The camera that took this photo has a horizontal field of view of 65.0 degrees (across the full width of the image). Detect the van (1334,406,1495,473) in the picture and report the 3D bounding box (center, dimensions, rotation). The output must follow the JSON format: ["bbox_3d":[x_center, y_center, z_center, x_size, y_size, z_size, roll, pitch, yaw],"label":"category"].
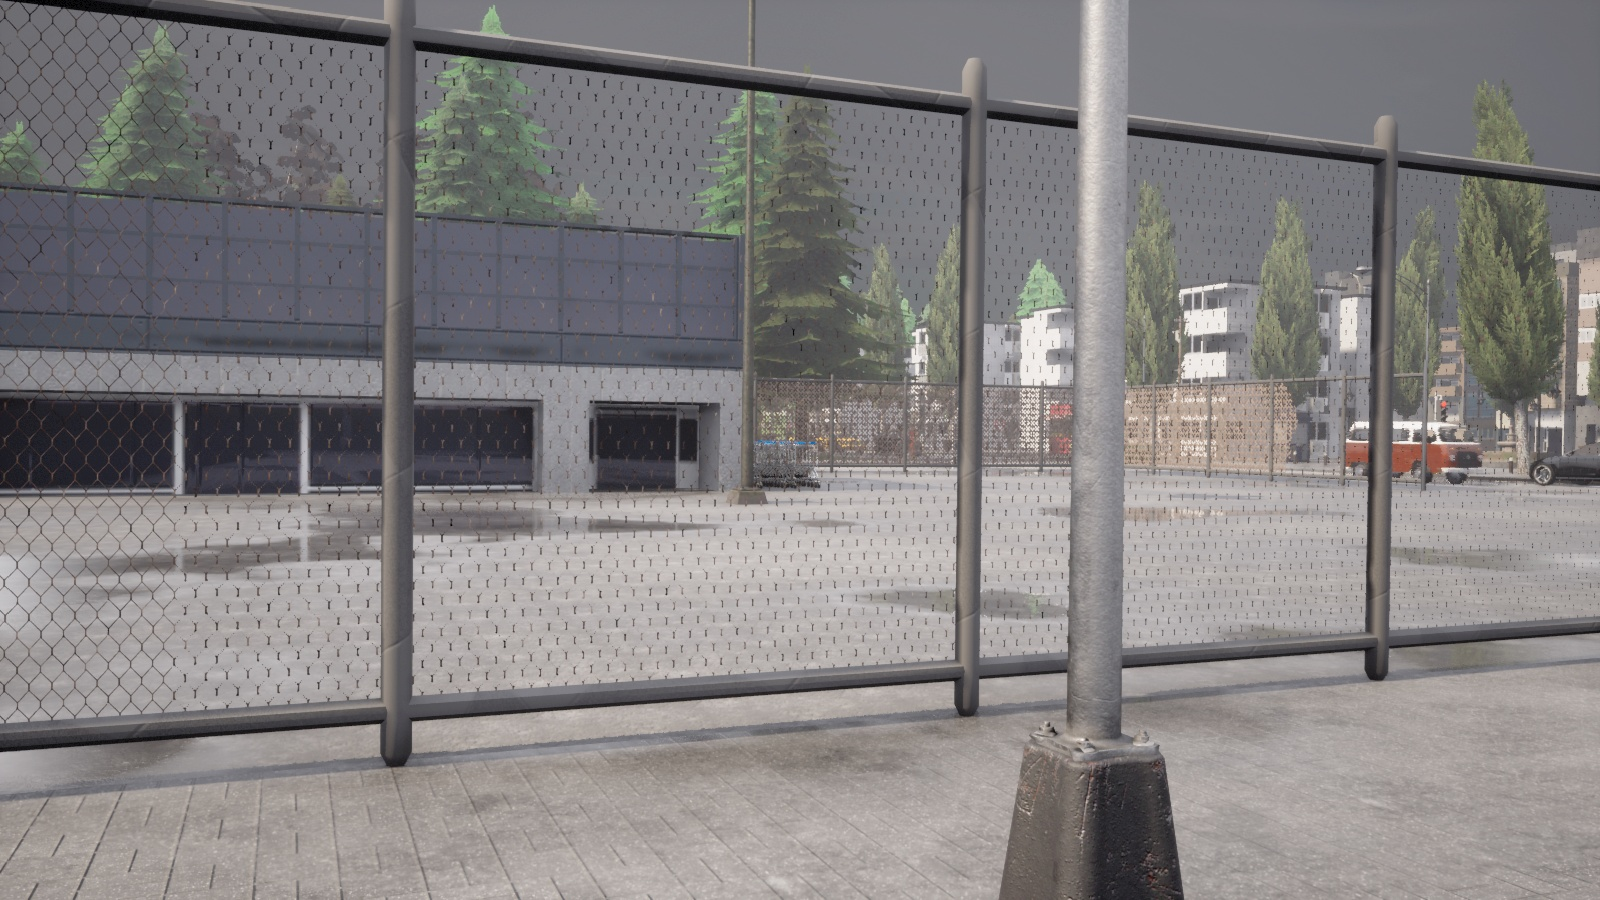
[{"bbox_3d":[20.038,-0.365,41.165,2.069,2.038,4.480,-1,1,-22],"label":"van"}]

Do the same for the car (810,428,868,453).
[{"bbox_3d":[2.559,-0.657,83.993,1.801,1.575,5.366,-1,1,-22],"label":"car"}]

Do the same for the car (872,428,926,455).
[{"bbox_3d":[5.938,-0.520,75.749,1.789,1.549,3.705,-1,1,-21],"label":"car"}]

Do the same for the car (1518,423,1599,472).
[{"bbox_3d":[25.242,-0.109,39.003,2.163,1.488,4.792,-1,1,-22],"label":"car"}]

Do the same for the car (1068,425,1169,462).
[{"bbox_3d":[14.060,-0.307,55.327,4.514,1.525,2.007,-1,1,-40],"label":"car"}]
